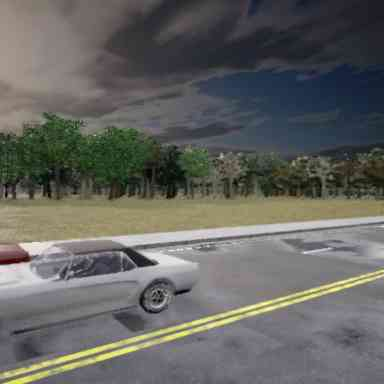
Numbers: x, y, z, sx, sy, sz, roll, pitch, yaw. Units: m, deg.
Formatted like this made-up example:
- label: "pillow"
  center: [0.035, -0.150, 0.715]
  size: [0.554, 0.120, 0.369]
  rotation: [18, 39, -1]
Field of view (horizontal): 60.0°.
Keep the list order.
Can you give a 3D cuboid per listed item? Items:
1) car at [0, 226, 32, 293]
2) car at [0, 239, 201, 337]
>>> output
- label: "car"
  center: [-6.232, 1.596, 7.226]
  size: [4.718, 1.301, 1.895]
  rotation: [0, 0, -35]
- label: "car"
  center: [-2.238, 1.609, 6.082]
  size: [4.718, 1.301, 1.895]
  rotation: [0, 0, -35]
